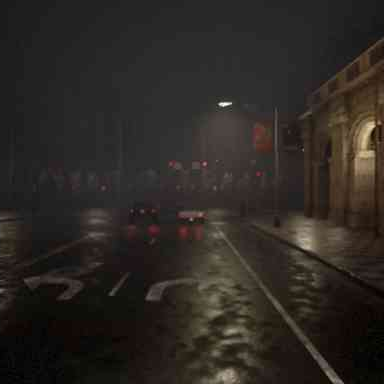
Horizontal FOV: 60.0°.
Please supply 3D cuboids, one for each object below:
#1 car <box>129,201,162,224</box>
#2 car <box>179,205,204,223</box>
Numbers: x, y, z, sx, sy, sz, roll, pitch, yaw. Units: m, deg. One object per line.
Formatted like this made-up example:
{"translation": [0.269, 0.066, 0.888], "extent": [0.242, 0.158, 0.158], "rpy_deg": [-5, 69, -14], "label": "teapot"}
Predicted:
{"translation": [-3.588, 1.455, 26.212], "extent": [2.097, 1.767, 4.553], "rpy_deg": [0, 0, 0], "label": "car"}
{"translation": [-0.002, 1.696, 26.128], "extent": [1.895, 1.301, 4.718], "rpy_deg": [0, 0, 1], "label": "car"}
